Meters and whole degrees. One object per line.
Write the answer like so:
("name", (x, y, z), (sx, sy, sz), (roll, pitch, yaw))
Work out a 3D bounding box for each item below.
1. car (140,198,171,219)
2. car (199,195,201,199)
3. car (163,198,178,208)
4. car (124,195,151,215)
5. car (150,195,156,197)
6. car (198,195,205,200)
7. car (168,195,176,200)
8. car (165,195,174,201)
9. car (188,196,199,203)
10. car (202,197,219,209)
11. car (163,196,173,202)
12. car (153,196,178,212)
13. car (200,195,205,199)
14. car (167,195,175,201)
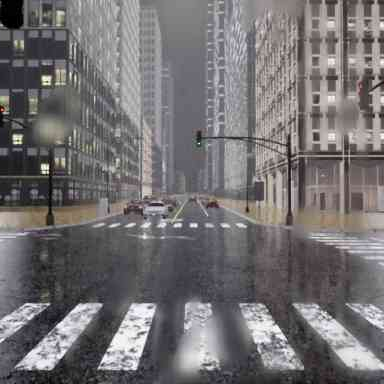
("car", (-3.087, 1.536, 29.160), (1.812, 1.442, 4.674), (0, 0, 0))
("car", (2.738, 1.590, 61.629), (1.947, 1.339, 4.313), (1, 0, 0))
("car", (-3.065, 1.619, 49.117), (1.895, 1.301, 4.718), (0, 0, 0))
("car", (-5.655, 1.453, 33.689), (1.967, 1.590, 4.097), (1, 0, 0))
("car", (-5.646, 1.332, 44.839), (2.192, 1.841, 5.009), (1, 0, 0))
("car", (2.757, 1.583, 95.092), (1.887, 1.381, 4.507), (1, 0, 0))
("car", (-5.624, 1.604, 95.016), (1.947, 1.339, 4.313), (1, 0, 0))
("car", (-5.629, 1.578, 83.865), (1.887, 1.381, 4.507), (1, 0, 0))
("car", (0.123, 1.573, 70.400), (2.033, 1.411, 5.357), (0, 0, 0))
("car", (2.728, 1.599, 44.896), (1.802, 1.307, 4.206), (1, 0, 0))
("car", (-5.632, 1.581, 78.290), (2.008, 1.369, 4.403), (1, 0, 0))
("car", (-3.078, 1.562, 38.824), (2.033, 1.411, 5.357), (0, 0, 0))
("car", (2.736, 1.547, 56.222), (1.752, 1.417, 4.829), (1, 0, 0))
("car", (-5.626, 1.586, 89.440), (2.008, 1.369, 4.403), (1, 0, 0))
